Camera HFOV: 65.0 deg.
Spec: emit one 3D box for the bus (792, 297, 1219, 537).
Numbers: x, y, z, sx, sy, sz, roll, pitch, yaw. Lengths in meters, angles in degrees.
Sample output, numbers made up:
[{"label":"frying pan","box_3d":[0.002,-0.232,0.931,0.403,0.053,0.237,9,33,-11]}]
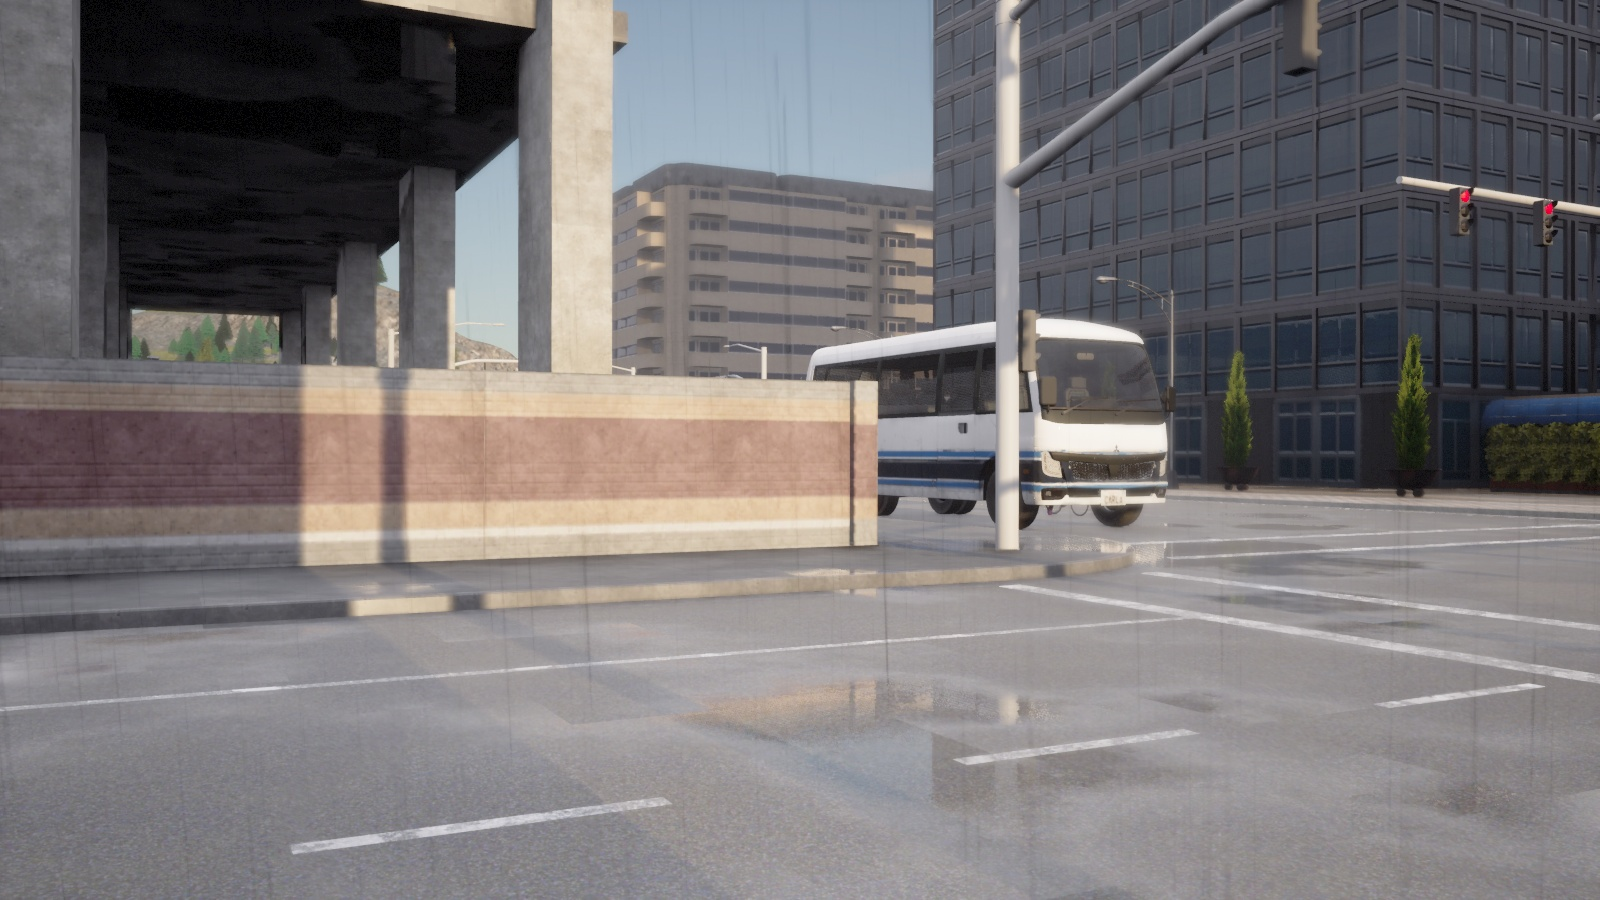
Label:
[{"label":"bus","box_3d":[3.924,-0.572,27.768,3.944,4.253,10.273,0,0,-27]}]
